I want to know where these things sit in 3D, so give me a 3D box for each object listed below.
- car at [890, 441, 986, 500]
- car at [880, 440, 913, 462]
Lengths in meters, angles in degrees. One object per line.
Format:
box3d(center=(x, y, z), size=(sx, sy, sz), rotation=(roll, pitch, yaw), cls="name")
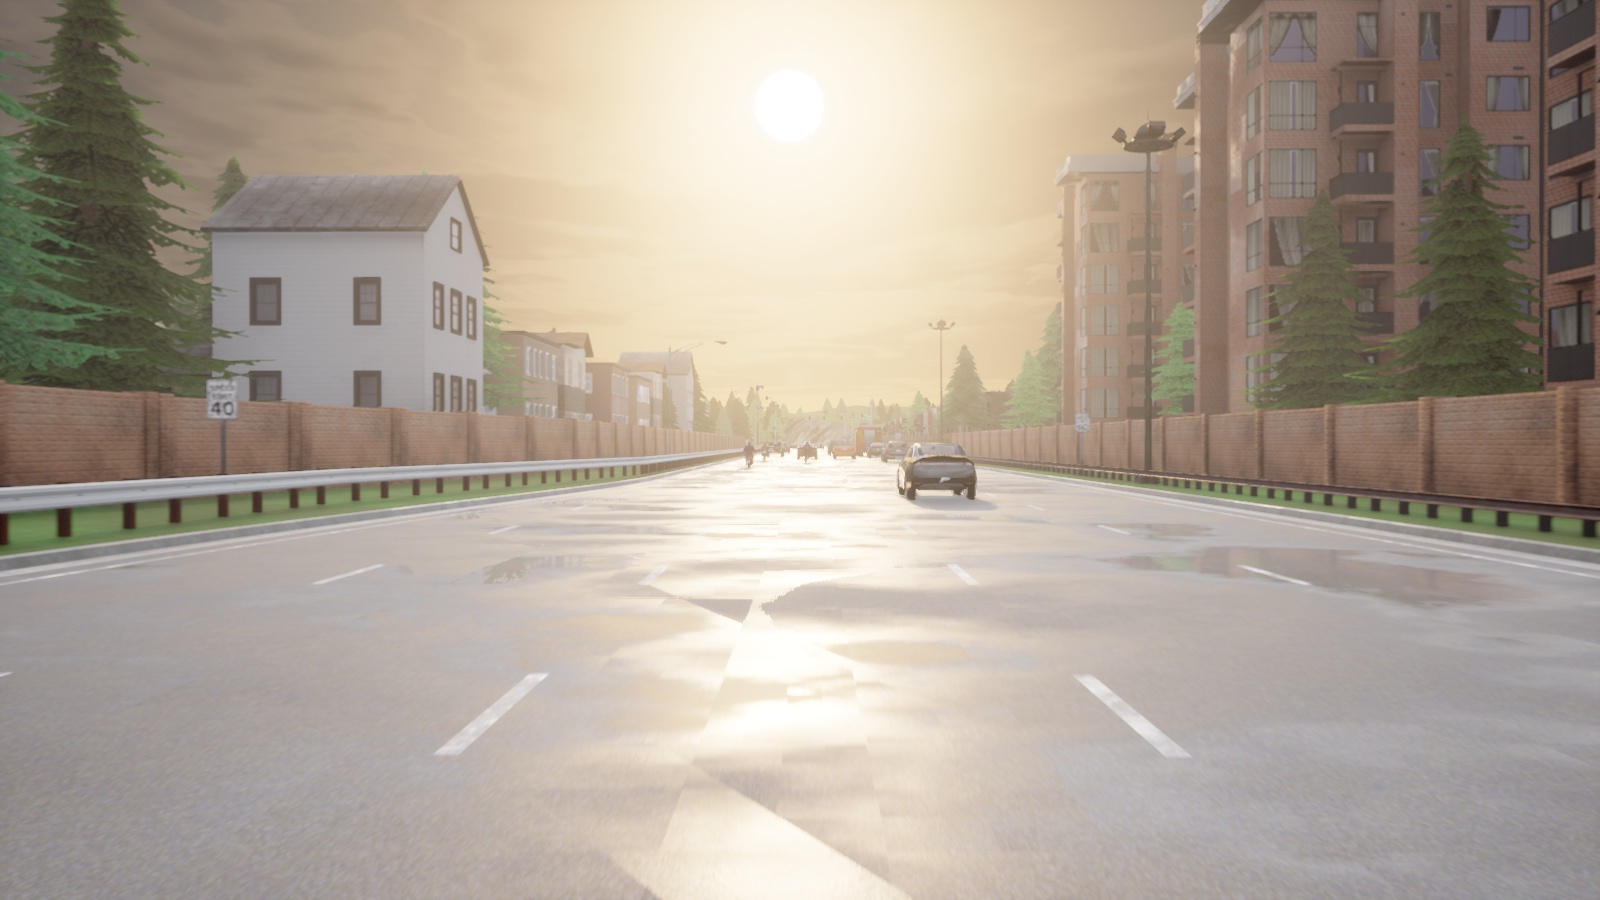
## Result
box3d(center=(3.712, 0.515, 34.572), size=(2.128, 1.511, 4.902), rotation=(0, 0, 0), cls="car")
box3d(center=(7.577, 0.054, 98.743), size=(2.242, 1.667, 4.611), rotation=(0, 0, 0), cls="car")
